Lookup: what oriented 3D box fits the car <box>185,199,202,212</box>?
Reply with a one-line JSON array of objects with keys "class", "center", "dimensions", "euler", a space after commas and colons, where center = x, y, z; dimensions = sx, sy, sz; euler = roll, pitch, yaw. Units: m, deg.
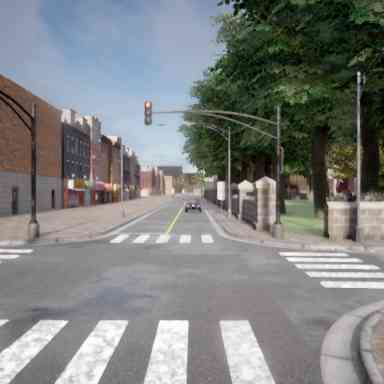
[{"class": "car", "center": [0.159, 1.517, 38.618], "dimensions": [2.033, 1.411, 5.357], "euler": [0, 0, 0]}]
